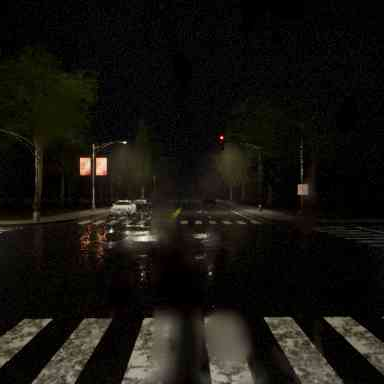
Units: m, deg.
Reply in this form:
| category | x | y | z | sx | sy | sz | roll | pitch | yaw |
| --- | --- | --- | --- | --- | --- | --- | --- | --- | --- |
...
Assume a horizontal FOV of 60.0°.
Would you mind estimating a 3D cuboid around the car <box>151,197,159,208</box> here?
| category | x | y | z | sx | sy | sz | roll | pitch | yaw |
| --- | --- | --- | --- | --- | --- | --- | --- | --- | --- |
| car | -6.631 | 1.613 | 50.507 | 1.812 | 1.442 | 4.674 | 0 | 0 | 0 |

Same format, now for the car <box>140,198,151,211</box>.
| category | x | y | z | sx | sy | sz | roll | pitch | yaw |
| --- | --- | --- | --- | --- | --- | --- | --- | --- | --- |
| car | -6.622 | 1.651 | 41.415 | 1.895 | 1.301 | 4.718 | 0 | 0 | 0 |

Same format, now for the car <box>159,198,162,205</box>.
| category | x | y | z | sx | sy | sz | roll | pitch | yaw |
| --- | --- | --- | --- | --- | --- | --- | --- | --- | --- |
| car | -6.607 | 1.684 | 61.160 | 2.033 | 1.411 | 5.357 | 0 | 0 | 0 |

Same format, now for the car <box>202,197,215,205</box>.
| category | x | y | z | sx | sy | sz | roll | pitch | yaw |
| --- | --- | --- | --- | --- | --- | --- | --- | --- | --- |
| car | 3.299 | 1.619 | 62.084 | 1.882 | 1.535 | 5.008 | 0 | 0 | 0 |

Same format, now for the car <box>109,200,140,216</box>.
| category | x | y | z | sx | sy | sz | roll | pitch | yaw |
| --- | --- | --- | --- | --- | --- | --- | --- | --- | --- |
| car | -6.616 | 1.553 | 32.404 | 1.812 | 1.442 | 4.674 | 0 | 0 | 0 |

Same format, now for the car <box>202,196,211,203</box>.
| category | x | y | z | sx | sy | sz | roll | pitch | yaw |
| --- | --- | --- | --- | --- | --- | --- | --- | --- | --- |
| car | 3.194 | 1.715 | 72.520 | 1.812 | 1.442 | 4.674 | 0 | 0 | 0 |
